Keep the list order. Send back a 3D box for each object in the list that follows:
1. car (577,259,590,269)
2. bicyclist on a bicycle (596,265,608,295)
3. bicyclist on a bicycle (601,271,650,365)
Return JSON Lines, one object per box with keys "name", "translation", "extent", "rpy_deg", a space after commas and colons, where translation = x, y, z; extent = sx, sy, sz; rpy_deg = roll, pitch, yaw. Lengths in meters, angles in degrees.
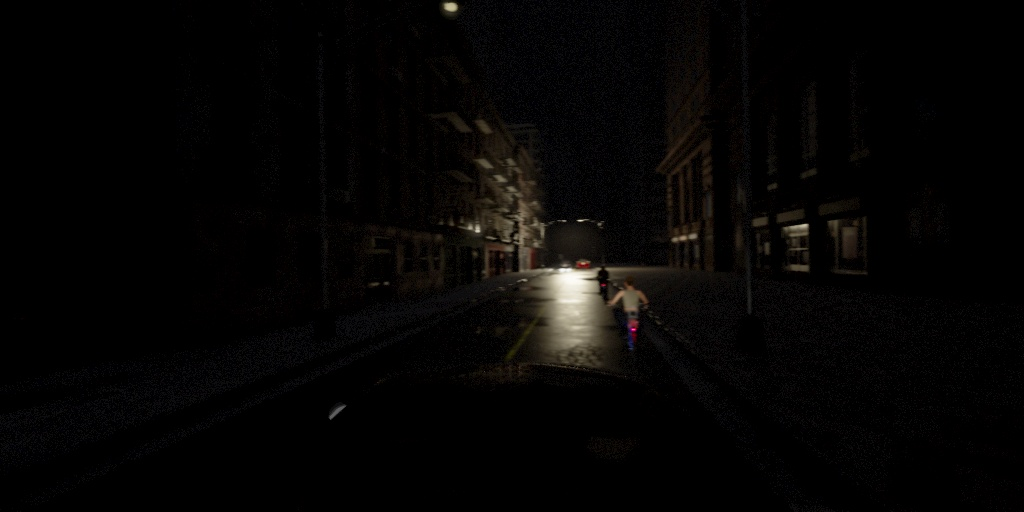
{"name": "car", "translation": [12.394, 1.371, 62.349], "extent": [2.097, 1.767, 4.553], "rpy_deg": [-1, -1, 11]}
{"name": "bicyclist on a bicycle", "translation": [3.868, 1.225, 15.186], "extent": [0.582, 1.620, 1.656], "rpy_deg": [-1, -1, 11]}
{"name": "bicyclist on a bicycle", "translation": [2.305, 1.180, 7.038], "extent": [0.866, 1.612, 1.509], "rpy_deg": [-1, 0, 11]}
